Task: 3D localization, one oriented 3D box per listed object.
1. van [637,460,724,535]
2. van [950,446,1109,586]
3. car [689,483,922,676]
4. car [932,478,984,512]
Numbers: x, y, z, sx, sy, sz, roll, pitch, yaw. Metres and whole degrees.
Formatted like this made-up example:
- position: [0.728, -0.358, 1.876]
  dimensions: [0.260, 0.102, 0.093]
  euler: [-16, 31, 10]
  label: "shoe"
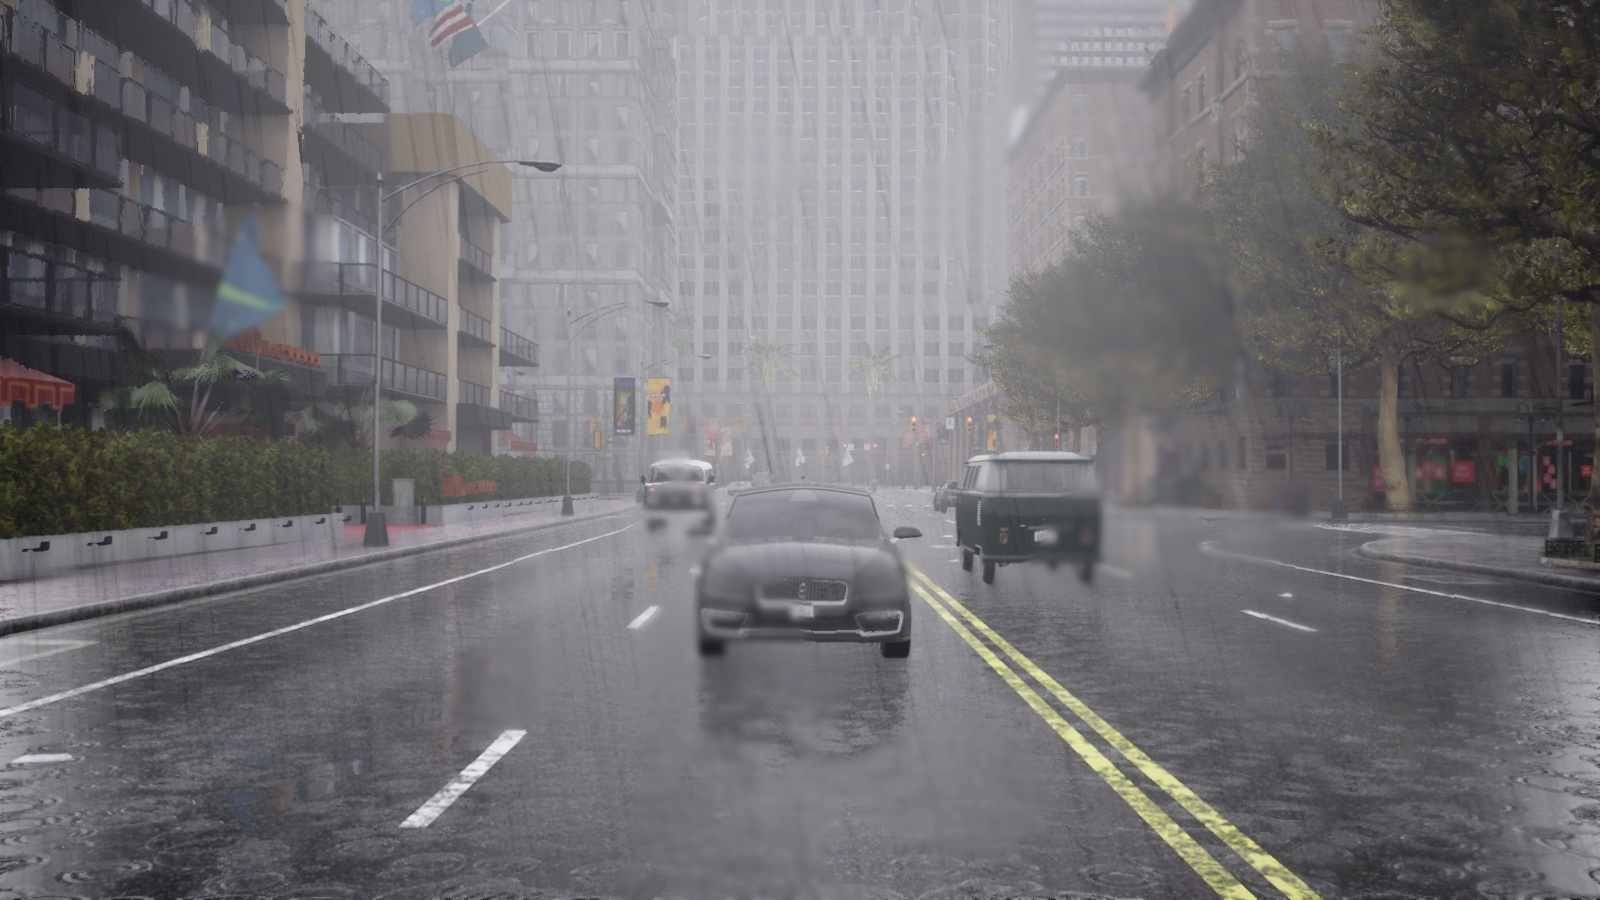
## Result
- position: [-3.389, 1.337, 36.431]
  dimensions: [2.069, 2.038, 4.480]
  euler: [0, -1, 0]
  label: "van"
- position: [3.551, 0.991, 20.181]
  dimensions: [1.775, 1.987, 4.442]
  euler: [0, -1, 1]
  label: "van"
- position: [0.047, 1.091, 12.376]
  dimensions: [1.837, 1.490, 4.892]
  euler: [0, -1, 0]
  label: "car"
- position: [7.157, 2.030, 57.265]
  dimensions: [1.816, 1.474, 4.193]
  euler: [0, -1, 0]
  label: "car"
